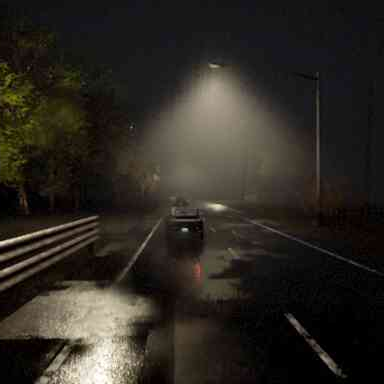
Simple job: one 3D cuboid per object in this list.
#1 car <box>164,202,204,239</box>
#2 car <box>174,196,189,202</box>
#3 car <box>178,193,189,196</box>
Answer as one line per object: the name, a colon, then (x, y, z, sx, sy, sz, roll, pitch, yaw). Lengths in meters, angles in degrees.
car: (-0.409, 1.491, 17.331, 2.128, 1.511, 4.902, 0, 0, -2)
car: (-1.425, 1.552, 45.205, 1.994, 1.385, 4.181, 0, 0, -2)
car: (-2.211, 1.465, 66.702, 2.128, 1.511, 4.902, 0, 0, -2)
